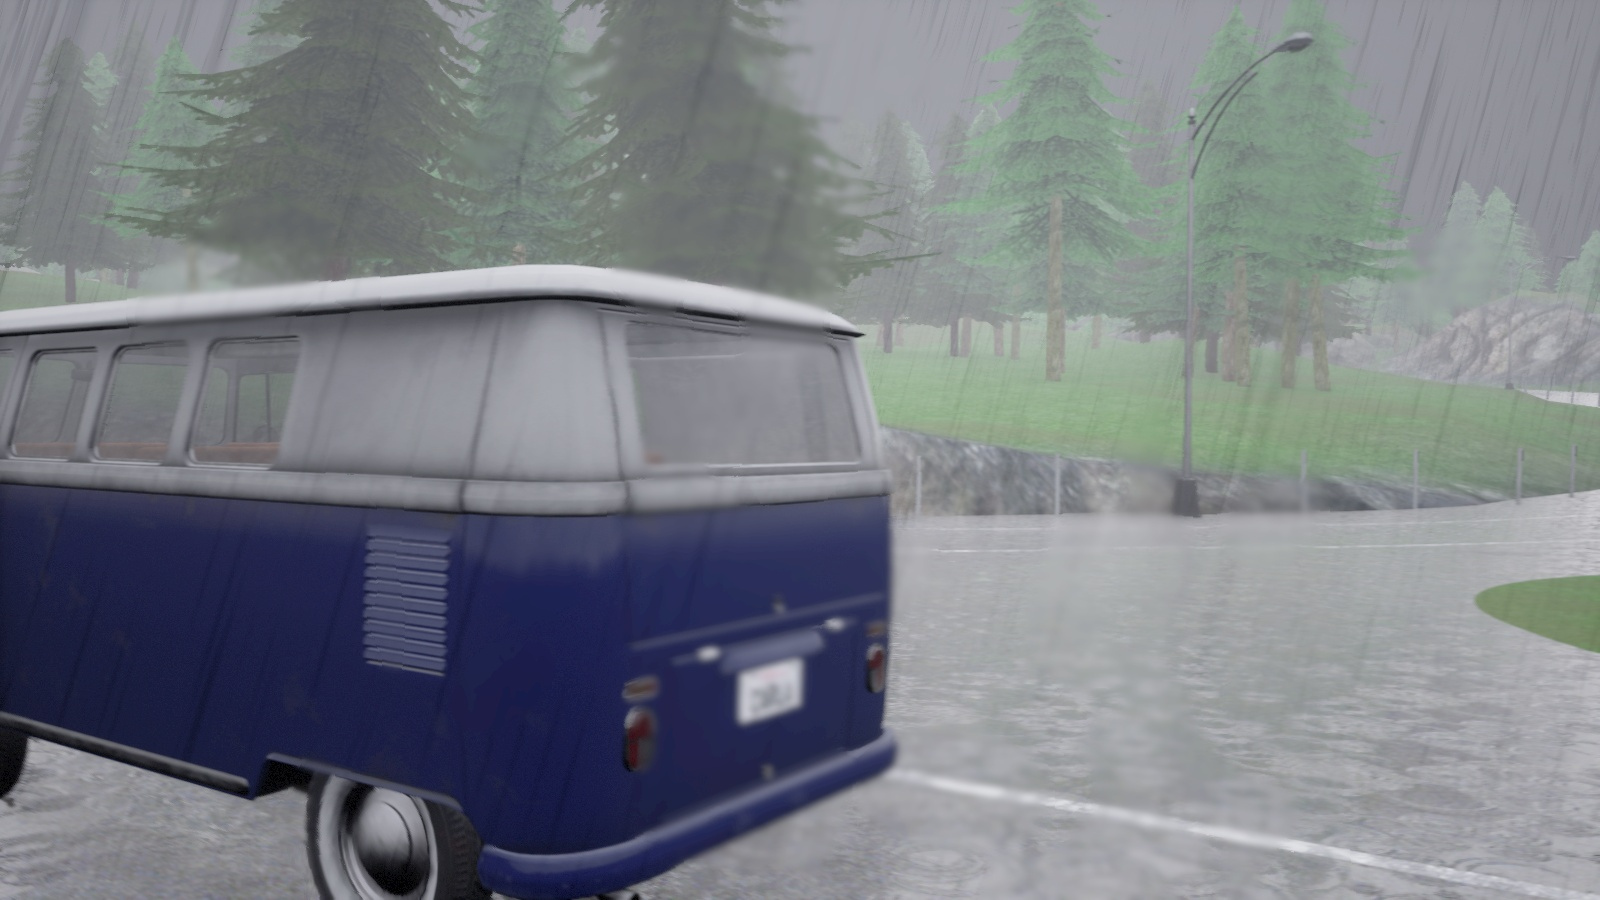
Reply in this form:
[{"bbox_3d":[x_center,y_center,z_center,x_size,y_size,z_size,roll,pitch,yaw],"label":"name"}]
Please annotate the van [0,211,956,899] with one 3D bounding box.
[{"bbox_3d":[-1.810,0.435,4.821,4.442,1.987,1.775,0,1,34],"label":"van"}]
